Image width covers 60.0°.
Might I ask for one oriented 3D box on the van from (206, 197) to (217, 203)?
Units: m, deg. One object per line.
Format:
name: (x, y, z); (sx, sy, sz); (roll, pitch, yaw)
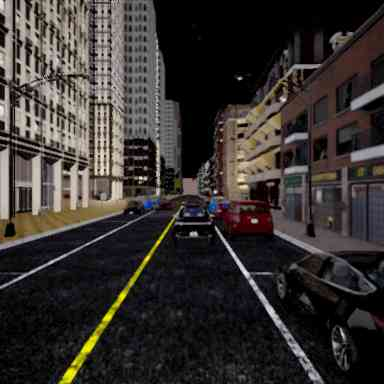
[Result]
van: (2.651, 1.370, 33.582); (1.690, 1.788, 3.998); (0, 0, 0)

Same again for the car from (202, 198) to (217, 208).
car: (2.630, 1.601, 50.527); (2.008, 1.369, 4.403); (0, 0, 0)

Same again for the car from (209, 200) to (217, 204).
car: (2.657, 1.605, 27.933); (1.802, 1.307, 4.206); (0, 0, 0)

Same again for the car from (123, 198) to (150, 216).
car: (-5.729, 1.596, 33.572); (1.947, 1.339, 4.313); (0, 0, 0)

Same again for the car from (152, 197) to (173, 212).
car: (-3.140, 1.600, 39.011); (1.994, 1.385, 4.181); (0, 0, 0)

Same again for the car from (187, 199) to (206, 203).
car: (0.058, 1.592, 31.995); (1.994, 1.385, 4.181); (0, 0, 0)

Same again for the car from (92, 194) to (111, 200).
car: (-21.224, 1.161, 78.228); (4.097, 1.590, 1.967); (1, -1, 0)

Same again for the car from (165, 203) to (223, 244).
car: (0.075, 1.504, 15.953); (2.128, 1.511, 4.902); (0, 0, 0)

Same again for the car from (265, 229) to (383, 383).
car: (2.685, 1.570, 5.339); (1.947, 1.339, 4.313); (0, 0, 0)

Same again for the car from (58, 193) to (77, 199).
car: (-32.466, 1.087, 86.566); (4.206, 1.307, 1.802); (1, -1, 0)

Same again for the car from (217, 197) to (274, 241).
car: (2.671, 1.328, 16.636); (2.192, 1.841, 5.009); (0, 0, 0)

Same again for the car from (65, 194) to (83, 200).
car: (-26.801, 1.196, 78.205); (4.206, 1.307, 1.802); (1, -1, 0)

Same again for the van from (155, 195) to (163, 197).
van: (-5.750, 1.392, 50.518); (1.690, 1.788, 3.998); (0, 0, 0)

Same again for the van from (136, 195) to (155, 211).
van: (-5.737, 1.377, 39.221); (1.690, 1.788, 3.998); (0, 0, 0)
